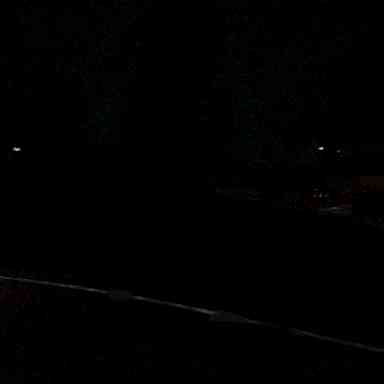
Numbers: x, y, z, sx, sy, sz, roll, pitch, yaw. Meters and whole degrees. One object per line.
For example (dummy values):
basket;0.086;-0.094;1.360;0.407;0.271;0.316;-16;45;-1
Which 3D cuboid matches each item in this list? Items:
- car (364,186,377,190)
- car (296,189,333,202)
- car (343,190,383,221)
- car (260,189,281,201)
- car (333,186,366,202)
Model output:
car;20.698;0.029;40.492;2.097;1.767;4.553;-1;1;-3
car;13.785;0.388;38.459;2.033;1.411;5.357;-1;1;-3
car;11.139;0.839;19.132;2.128;1.511;4.902;-1;1;-3
car;10.086;0.321;42.899;1.812;1.442;4.674;-1;1;-3
car;17.314;0.321;37.888;1.812;1.442;4.674;-1;1;-3
